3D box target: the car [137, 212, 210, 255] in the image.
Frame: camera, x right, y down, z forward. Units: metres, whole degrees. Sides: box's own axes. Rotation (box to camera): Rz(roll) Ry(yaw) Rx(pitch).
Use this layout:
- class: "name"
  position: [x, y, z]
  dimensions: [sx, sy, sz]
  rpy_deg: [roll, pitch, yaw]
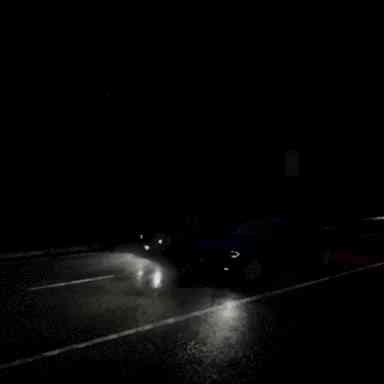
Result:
- class: "car"
  position: [0.631, 1.508, 12.944]
  dimensions: [5.357, 1.411, 2.033]
  rpy_deg: [0, 0, -35]

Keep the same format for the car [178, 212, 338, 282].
- class: "car"
  position: [2.271, 1.439, 9.817]
  dimensions: [5.008, 1.535, 1.882]
  rpy_deg: [0, 0, -35]
